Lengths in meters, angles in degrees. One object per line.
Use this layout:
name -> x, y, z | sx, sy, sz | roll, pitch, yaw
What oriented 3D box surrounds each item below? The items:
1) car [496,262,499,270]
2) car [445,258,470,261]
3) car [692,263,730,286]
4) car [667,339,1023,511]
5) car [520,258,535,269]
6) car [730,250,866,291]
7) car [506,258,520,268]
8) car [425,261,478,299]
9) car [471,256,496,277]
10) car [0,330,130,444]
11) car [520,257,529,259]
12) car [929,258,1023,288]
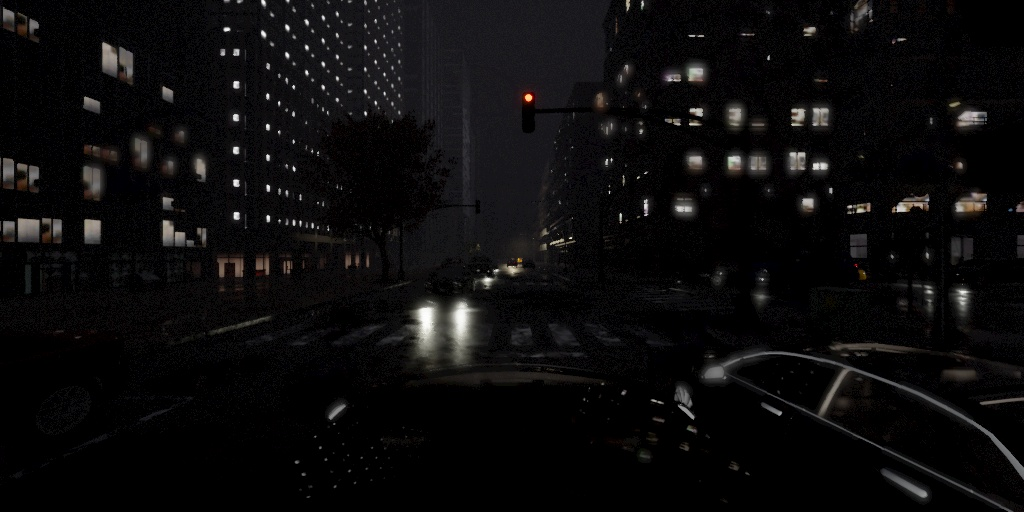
car -> -3.067, 1.306, 53.610 | 1.812, 1.442, 4.674 | 0, 0, 0
car -> -5.676, 1.079, 34.990 | 2.192, 1.841, 5.009 | 0, 0, 0
car -> 13.444, 1.096, 22.009 | 4.403, 1.370, 2.007 | 0, 0, -1
car -> 2.689, 1.300, 2.598 | 2.007, 1.370, 4.403 | 0, 0, 0
car -> 2.716, 1.350, 57.077 | 1.948, 1.339, 4.313 | 0, 0, 0
car -> 15.434, 0.740, 19.440 | 5.566, 2.045, 2.150 | -1, 0, -1
car -> 0.028, 1.285, 64.309 | 2.128, 1.511, 4.902 | 0, 0, 0
car -> -3.091, 1.231, 18.400 | 1.882, 1.535, 5.008 | 0, 0, 0
car -> -3.084, 0.986, 35.564 | 2.150, 2.045, 5.566 | 0, 0, 0
car -> -5.692, 1.295, 2.602 | 1.888, 1.381, 4.507 | 0, 0, 0
car -> 2.718, 1.316, 62.769 | 1.751, 1.417, 4.829 | 0, 0, 0
car -> 25.864, 0.879, 19.538 | 4.892, 1.490, 1.837 | -1, 0, 0
